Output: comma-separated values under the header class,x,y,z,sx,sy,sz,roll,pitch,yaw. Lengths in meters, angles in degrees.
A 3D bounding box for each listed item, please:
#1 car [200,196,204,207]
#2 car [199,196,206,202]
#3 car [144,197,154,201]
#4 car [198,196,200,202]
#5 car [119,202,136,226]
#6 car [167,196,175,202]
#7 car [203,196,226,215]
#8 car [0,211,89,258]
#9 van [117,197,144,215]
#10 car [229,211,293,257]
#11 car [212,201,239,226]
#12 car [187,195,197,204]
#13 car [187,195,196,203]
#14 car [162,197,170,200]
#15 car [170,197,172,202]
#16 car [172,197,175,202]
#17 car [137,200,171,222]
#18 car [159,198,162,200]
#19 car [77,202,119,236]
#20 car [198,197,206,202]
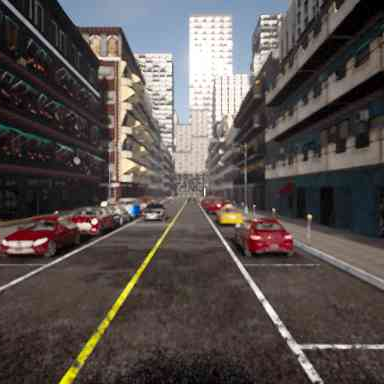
class,x,y,z,sx,sy,sz,roll,pitch,yaw
car,2.671,1.513,46.555,2.192,1.841,5.009,-1,0,0
car,2.669,1.893,85.938,1.752,1.417,4.829,-1,0,0
car,-5.698,1.489,40.980,2.192,1.841,5.009,-1,0,0
car,2.670,1.561,57.759,2.192,1.841,5.009,-1,0,0
car,-5.670,1.653,24.173,2.008,1.369,4.403,-1,0,0
car,-5.711,1.942,91.398,2.008,1.369,4.403,-1,0,0
car,2.673,1.465,35.351,2.192,1.841,5.009,-1,0,0
car,-5.668,1.637,12.970,1.802,1.307,4.206,-1,0,0
van,-5.673,1.467,29.776,1.690,1.788,3.998,-1,0,0
car,2.680,1.637,12.942,1.802,1.307,4.206,-1,0,0
car,2.677,1.628,24.316,1.752,1.417,4.829,-1,0,0
car,-0.008,1.783,69.545,1.837,1.490,4.892,0,0,0
car,-0.009,1.596,79.557,2.097,1.767,4.553,0,0,0
car,-5.707,1.852,63.387,1.802,1.307,4.206,-1,0,0
car,-5.708,1.876,68.989,1.802,1.307,4.206,-1,0,0
car,-5.710,1.893,80.194,2.008,1.369,4.403,-1,0,0
car,-3.019,1.641,27.404,1.812,1.442,4.674,0,0,0
car,-5.713,1.748,46.582,2.008,1.369,4.403,-1,0,0
car,-5.670,1.519,18.572,1.967,1.590,4.097,-1,0,0
car,2.669,1.957,91.370,1.947,1.339,4.313,-1,0,0
